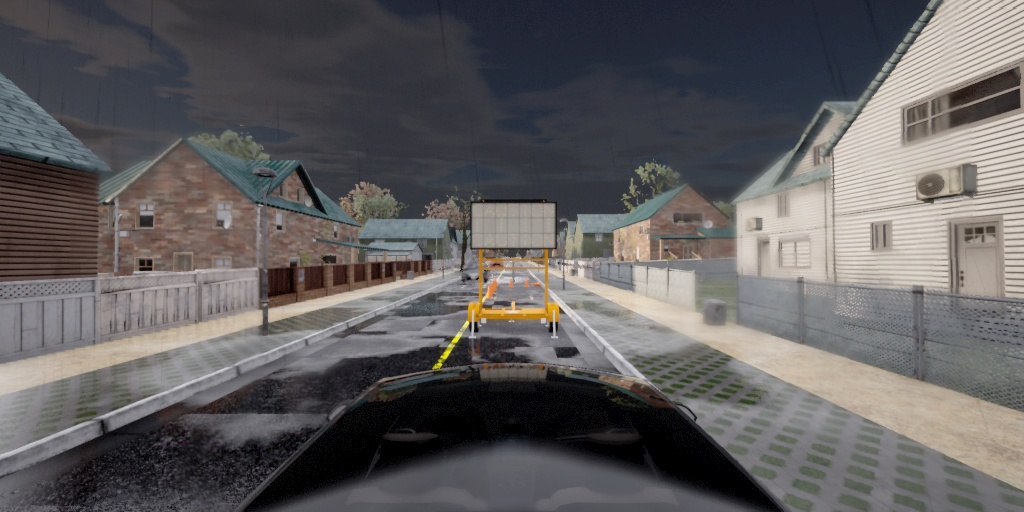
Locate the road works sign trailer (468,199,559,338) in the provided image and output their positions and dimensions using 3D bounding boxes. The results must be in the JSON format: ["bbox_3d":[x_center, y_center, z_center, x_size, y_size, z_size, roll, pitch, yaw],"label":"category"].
[{"bbox_3d":[0.043,0.217,10.127,2.380,3.560,2.880,0,0,0],"label":"road works sign trailer"}]

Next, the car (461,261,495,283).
[{"bbox_3d":[-2.718,1.247,27.692,2.128,1.511,4.902,0,0,0],"label":"car"}]

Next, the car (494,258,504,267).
[{"bbox_3d":[-2.462,1.102,58.515,2.097,1.767,4.553,0,0,0],"label":"car"}]
